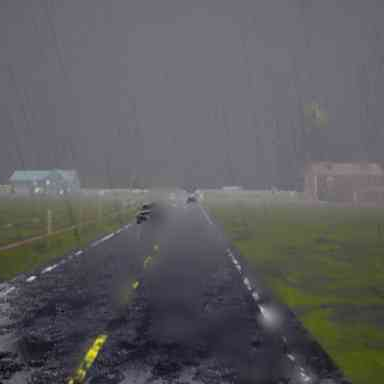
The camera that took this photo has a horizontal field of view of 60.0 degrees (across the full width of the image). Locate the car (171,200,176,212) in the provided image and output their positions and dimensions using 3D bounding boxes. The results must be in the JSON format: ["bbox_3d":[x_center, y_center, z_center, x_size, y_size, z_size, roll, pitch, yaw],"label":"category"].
[{"bbox_3d":[-2.780,1.579,37.663,1.895,1.301,4.718,0,0,0],"label":"car"}]

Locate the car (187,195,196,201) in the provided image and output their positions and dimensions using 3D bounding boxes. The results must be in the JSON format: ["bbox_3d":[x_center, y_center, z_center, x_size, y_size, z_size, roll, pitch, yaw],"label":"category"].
[{"bbox_3d":[-0.060,1.303,71.759,1.895,1.301,4.718,0,0,0],"label":"car"}]

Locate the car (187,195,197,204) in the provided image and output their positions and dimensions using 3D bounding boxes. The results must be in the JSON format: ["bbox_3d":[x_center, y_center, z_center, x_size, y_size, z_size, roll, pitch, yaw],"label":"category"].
[{"bbox_3d":[-0.050,1.394,61.309,1.837,1.490,4.892,0,0,0],"label":"car"}]

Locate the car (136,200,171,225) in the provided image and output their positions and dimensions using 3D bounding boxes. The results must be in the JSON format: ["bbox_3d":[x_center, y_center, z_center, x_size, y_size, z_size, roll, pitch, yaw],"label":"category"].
[{"bbox_3d":[-2.787,1.459,23.882,1.837,1.490,4.892,0,0,0],"label":"car"}]
